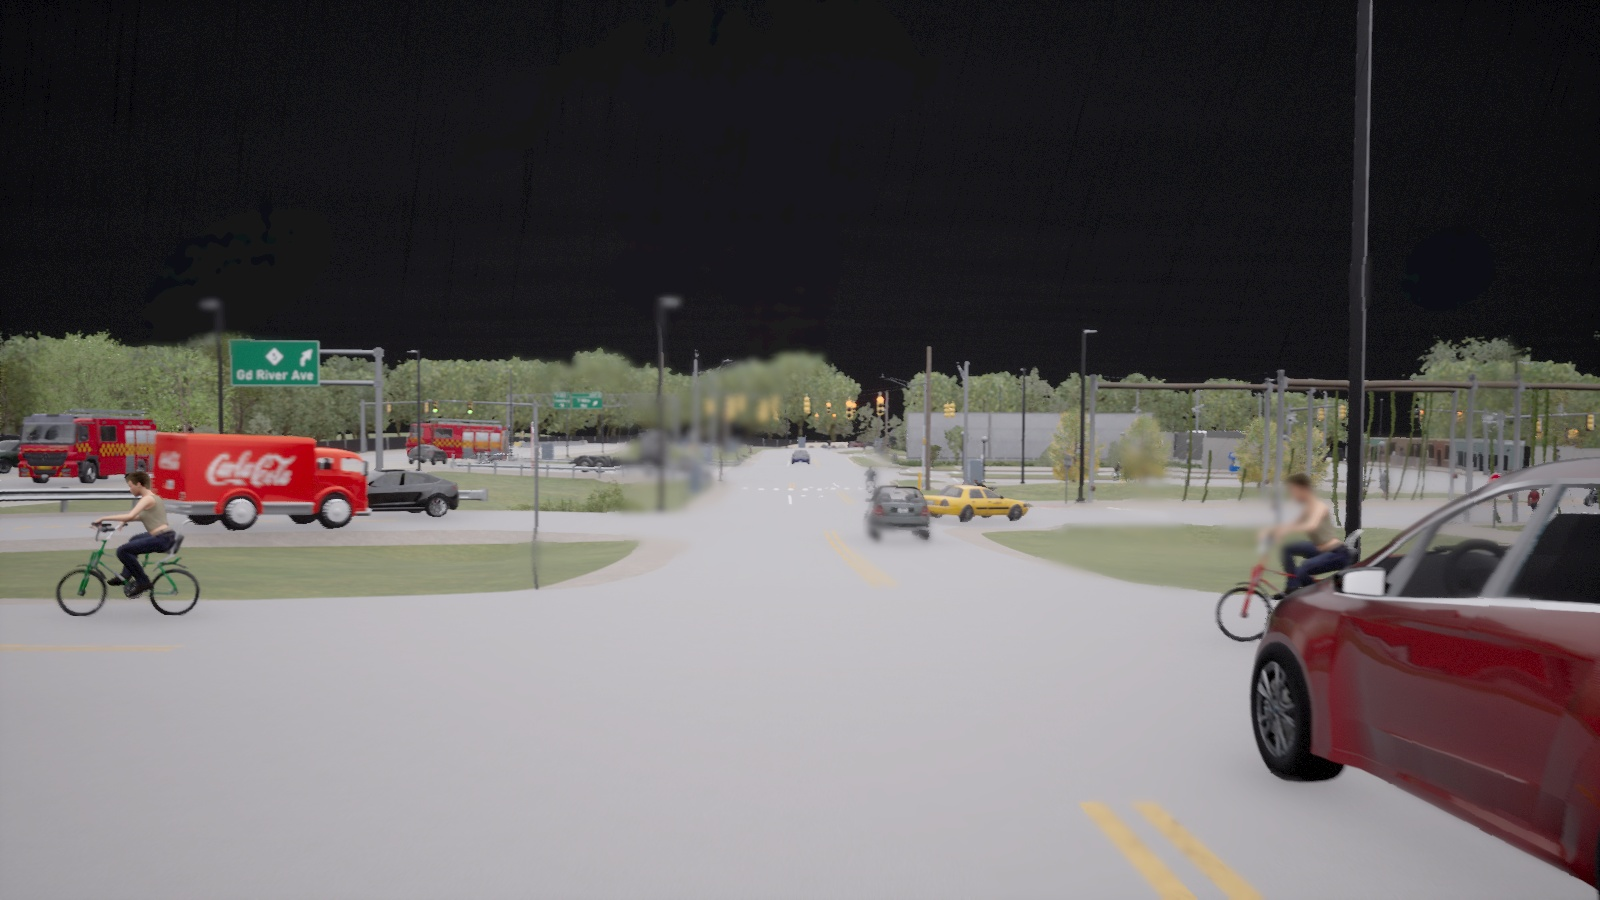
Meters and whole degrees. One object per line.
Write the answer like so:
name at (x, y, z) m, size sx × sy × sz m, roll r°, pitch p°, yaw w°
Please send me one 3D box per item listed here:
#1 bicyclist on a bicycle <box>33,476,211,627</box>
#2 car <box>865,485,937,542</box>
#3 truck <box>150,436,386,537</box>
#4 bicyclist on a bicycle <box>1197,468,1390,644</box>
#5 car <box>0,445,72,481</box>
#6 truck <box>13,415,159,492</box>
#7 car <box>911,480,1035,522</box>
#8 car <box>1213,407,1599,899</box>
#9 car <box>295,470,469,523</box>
bicyclist on a bicycle at (-7.486, 1.100, 13.932) m, size 1.509 × 1.612 × 0.866 m, roll 0°, pitch -2°, yaw -9°
car at (2.938, 1.838, 37.077) m, size 1.789 × 1.549 × 3.705 m, roll 0°, pitch -1°, yaw 0°
truck at (-14.317, 0.974, 34.017) m, size 2.627 × 2.467 × 5.204 m, roll 2°, pitch 0°, yaw 44°
bicyclist on a bicycle at (4.702, 1.006, 12.077) m, size 1.509 × 1.612 × 0.866 m, roll -1°, pitch -2°, yaw 7°
car at (-48.084, 0.771, 77.334) m, size 2.150 × 2.045 × 5.566 m, roll 1°, pitch 1°, yaw 18°
truck at (-37.540, 0.100, 66.443) m, size 2.891 × 3.827 × 8.468 m, roll 0°, pitch 1°, yaw 0°
car at (7.237, 2.075, 52.251) m, size 5.366 × 1.575 × 1.801 m, roll 1°, pitch 2°, yaw -38°
car at (3.542, 0.745, 5.029) m, size 2.242 × 1.667 × 4.611 m, roll 0°, pitch -2°, yaw 0°
car at (-13.346, 1.469, 40.243) m, size 4.792 × 1.488 × 2.163 m, roll 2°, pitch 1°, yaw -40°
